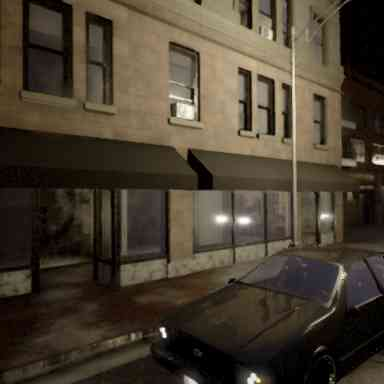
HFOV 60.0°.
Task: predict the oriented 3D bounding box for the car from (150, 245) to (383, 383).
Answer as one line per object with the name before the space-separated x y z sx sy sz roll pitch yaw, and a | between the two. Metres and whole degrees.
car | 2.034 1.608 5.161 5.357 1.411 2.033 0 -1 -40
